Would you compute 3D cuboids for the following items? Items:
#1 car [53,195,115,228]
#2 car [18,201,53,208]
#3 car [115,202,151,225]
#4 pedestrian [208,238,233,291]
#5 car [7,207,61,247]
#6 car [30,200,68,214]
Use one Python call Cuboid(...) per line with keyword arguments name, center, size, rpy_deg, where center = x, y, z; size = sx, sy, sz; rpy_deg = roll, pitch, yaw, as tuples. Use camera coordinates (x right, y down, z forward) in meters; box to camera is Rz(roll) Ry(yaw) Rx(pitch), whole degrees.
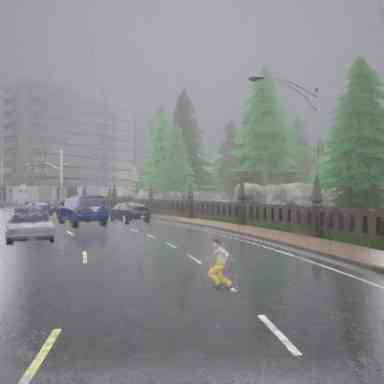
Cuboid(name="car", center=(-7.465, 1.221, 22.530), size=(2.150, 2.045, 5.566), rpy_deg=(0, 0, -35))
Cuboid(name="car", center=(-14.532, 1.525, 30.563), size=(4.674, 1.442, 1.812), rpy_deg=(0, 0, 39))
Cuboid(name="car", center=(-4.718, 1.499, 24.508), size=(1.837, 1.490, 4.892), rpy_deg=(0, -2, -34))
Cuboid(name="pedestrian", center=(0.643, 1.574, 7.503), size=(0.375, 1.300, 0.375), rpy_deg=(0, 0, -11))
Cuboid(name="car", center=(-7.482, 1.601, 15.472), size=(1.895, 1.301, 4.718), rpy_deg=(0, 0, -27))
Cuboid(name="car", center=(-15.303, 1.600, 35.499), size=(4.718, 1.301, 1.895), rpy_deg=(0, 0, 41))
